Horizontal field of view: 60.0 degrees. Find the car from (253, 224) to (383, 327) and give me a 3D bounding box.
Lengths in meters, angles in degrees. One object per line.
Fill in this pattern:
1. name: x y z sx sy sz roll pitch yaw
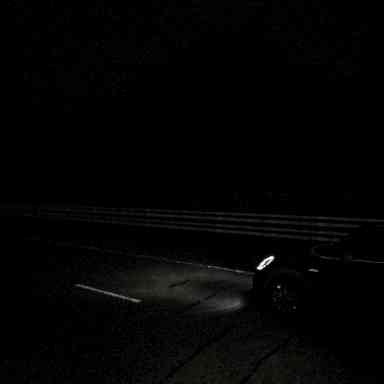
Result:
1. car: 3.395 1.350 5.871 4.553 1.767 2.097 0 0 35
